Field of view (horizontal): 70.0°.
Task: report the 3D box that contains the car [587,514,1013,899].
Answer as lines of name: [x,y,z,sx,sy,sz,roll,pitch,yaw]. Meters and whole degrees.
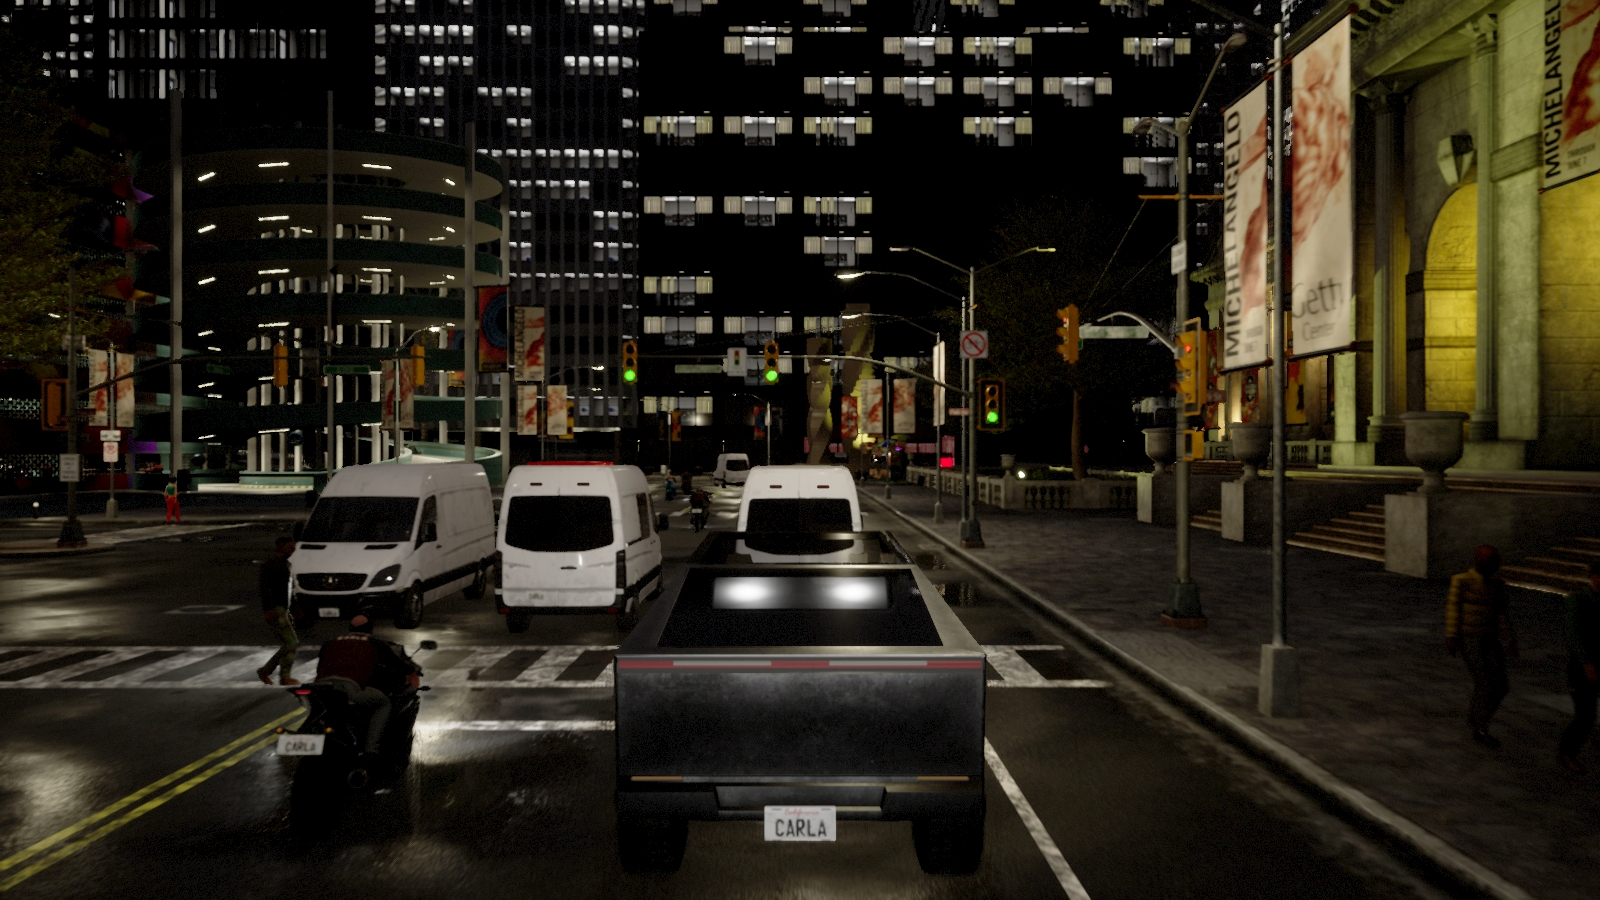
car: [0.001,1.755,9.543,2.390,2.098,6.274,0,0,0]

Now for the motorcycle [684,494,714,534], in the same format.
motorcycle: [-3.508,2.212,39.908,0.867,1.251,2.209,0,0,0]

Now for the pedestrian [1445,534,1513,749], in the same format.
pedestrian: [6.101,1.699,10.272,0.375,1.860,0.375,0,0,-11]

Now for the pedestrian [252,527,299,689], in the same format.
pedestrian: [-6.184,1.851,13.479,0.375,1.860,0.375,0,0,4]

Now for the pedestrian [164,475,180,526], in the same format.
pedestrian: [-23.248,1.856,42.310,0.375,1.860,0.375,0,0,0]

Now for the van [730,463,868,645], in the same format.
van: [-0.015,1.538,19.458,1.988,2.561,5.915,0,0,0]

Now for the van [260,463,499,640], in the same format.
van: [-7.013,1.538,19.902,1.988,2.561,5.915,0,0,0]

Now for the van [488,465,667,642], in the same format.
van: [-3.569,1.535,19.528,1.988,2.561,5.915,0,-1,-1]

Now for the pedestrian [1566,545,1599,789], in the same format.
pedestrian: [6.377,1.700,9.039,0.375,1.860,0.375,0,0,-8]
